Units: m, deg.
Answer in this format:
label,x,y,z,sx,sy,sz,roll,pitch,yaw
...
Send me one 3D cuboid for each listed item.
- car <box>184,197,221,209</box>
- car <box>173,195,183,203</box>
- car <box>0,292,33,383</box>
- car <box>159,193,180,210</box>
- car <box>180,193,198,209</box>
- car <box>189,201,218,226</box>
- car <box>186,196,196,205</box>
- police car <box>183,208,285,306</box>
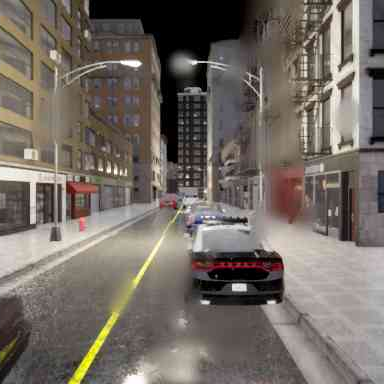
label,x,y,z,sx,sy,sz,roll,pitch,yaw
car,0.768,1.347,18.121,2.097,1.767,4.553,0,0,0
car,-2.977,1.500,71.488,1.837,1.490,4.892,0,0,0
car,-2.854,1.547,1.731,2.033,1.411,5.357,0,0,0
car,-2.985,1.211,42.630,2.150,2.045,5.566,0,0,0
car,-0.110,1.212,45.946,2.150,2.045,5.566,0,0,0
car,0.750,1.472,24.150,1.882,1.535,5.008,0,0,0
car,-0.192,1.517,60.745,1.812,1.442,4.674,0,0,0
police car,0.800,1.424,8.260,1.930,1.638,5.238,0,0,0
